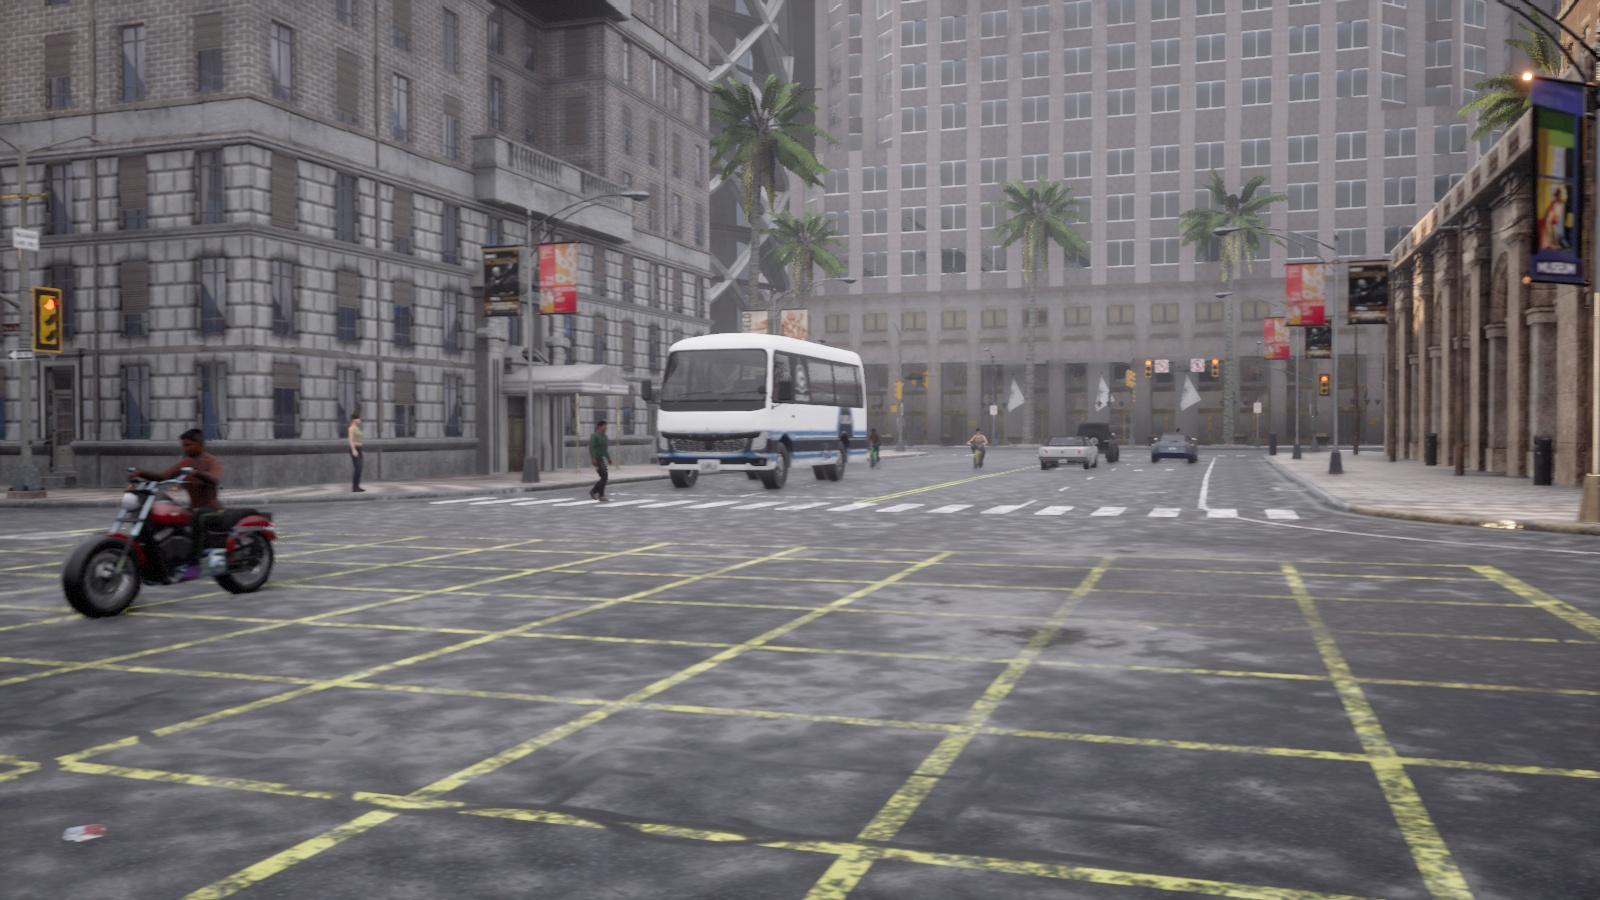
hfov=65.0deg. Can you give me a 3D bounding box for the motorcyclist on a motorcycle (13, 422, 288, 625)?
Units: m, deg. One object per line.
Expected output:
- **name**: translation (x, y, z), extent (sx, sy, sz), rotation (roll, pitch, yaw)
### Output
- **motorcyclist on a motorcycle**: translation (-5.788, 0.572, 11.407), extent (0.766, 1.649, 2.350), rotation (1, 1, 18)

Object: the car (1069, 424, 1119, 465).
- **car**: translation (13.889, -0.274, 59.241), extent (1.905, 1.878, 3.866), rotation (1, 1, 19)

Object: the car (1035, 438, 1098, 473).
- **car**: translation (10.538, 0.175, 49.447), extent (1.895, 1.301, 4.718), rotation (1, 1, 19)

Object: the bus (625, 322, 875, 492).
- **bus**: translation (-1.054, -1.144, 36.872), extent (3.944, 4.253, 10.273), rotation (1, 1, 18)

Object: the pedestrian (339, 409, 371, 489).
- **pedestrian**: translation (-10.364, -0.024, 29.243), extent (0.594, 1.836, 0.345), rotation (0, 1, 5)

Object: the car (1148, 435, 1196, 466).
- **car**: translation (17.590, 0.007, 59.262), extent (1.994, 1.385, 4.181), rotation (1, 1, 19)

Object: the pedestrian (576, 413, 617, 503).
- **pedestrian**: translation (-4.458, 0.170, 27.483), extent (0.788, 1.949, 0.423), rotation (1, 1, 21)
